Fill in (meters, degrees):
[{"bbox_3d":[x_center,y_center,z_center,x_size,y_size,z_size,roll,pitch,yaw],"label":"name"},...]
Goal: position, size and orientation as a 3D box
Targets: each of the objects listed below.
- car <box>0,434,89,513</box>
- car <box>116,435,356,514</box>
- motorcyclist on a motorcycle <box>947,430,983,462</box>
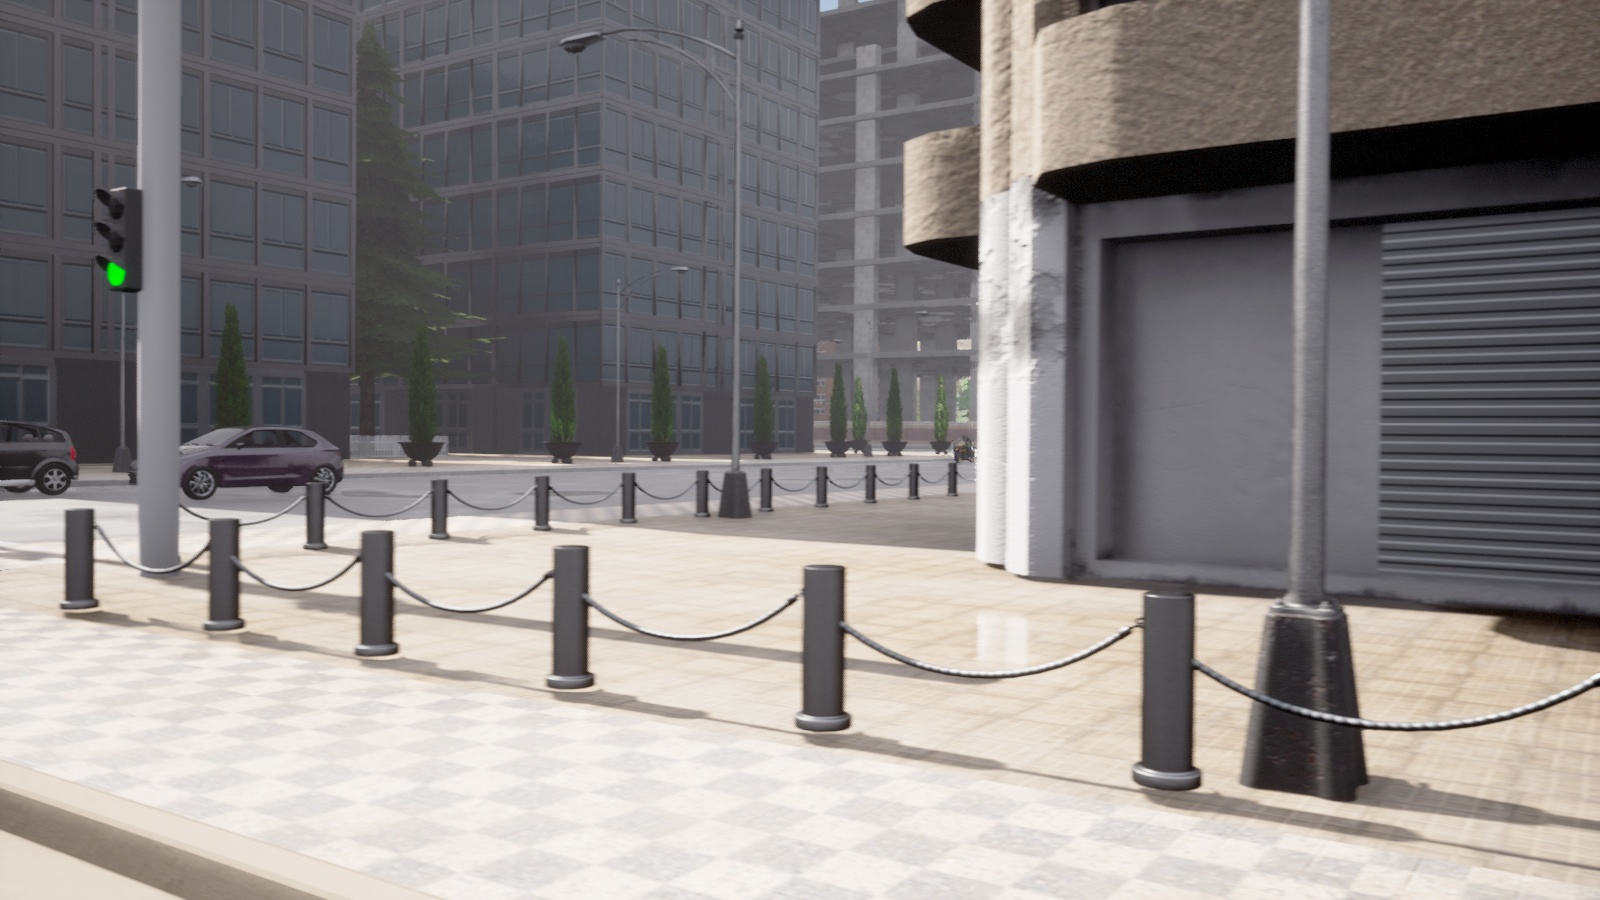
[{"bbox_3d":[-16.500,0.463,24.951,1.789,1.549,3.705,0,1,34],"label":"car"},{"bbox_3d":[-11.565,0.439,26.016,1.816,1.474,4.193,0,1,34],"label":"car"},{"bbox_3d":[8.077,-0.202,61.505,0.866,1.530,2.191,0,1,34],"label":"motorcyclist on a motorcycle"}]
